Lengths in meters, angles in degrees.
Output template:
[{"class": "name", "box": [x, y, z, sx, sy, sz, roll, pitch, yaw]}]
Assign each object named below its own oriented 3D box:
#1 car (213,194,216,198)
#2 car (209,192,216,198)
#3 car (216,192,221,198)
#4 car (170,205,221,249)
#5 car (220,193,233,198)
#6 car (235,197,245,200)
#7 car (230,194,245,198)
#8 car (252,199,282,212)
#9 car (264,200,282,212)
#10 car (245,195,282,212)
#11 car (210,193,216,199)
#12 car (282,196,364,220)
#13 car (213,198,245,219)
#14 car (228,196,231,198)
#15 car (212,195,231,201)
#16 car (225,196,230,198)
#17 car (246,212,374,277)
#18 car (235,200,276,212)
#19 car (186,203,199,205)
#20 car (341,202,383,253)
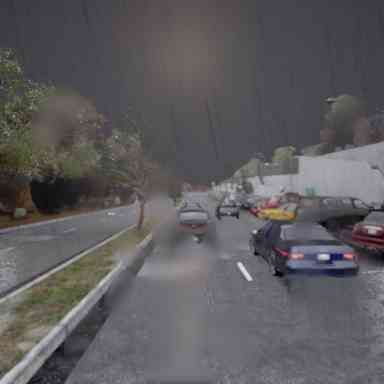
[{"class": "car", "box": [7.986, 1.688, 74.904, 4.792, 1.488, 2.163, 1, 1, -20]}, {"class": "car", "box": [7.969, 1.394, 92.899, 4.553, 1.767, 2.185, 1, 0, -20]}, {"class": "car", "box": [7.999, 1.484, 62.887, 5.566, 2.045, 2.435, 1, 1, -20]}, {"class": "car", "box": [0.075, 1.530, 14.733, 1.837, 1.490, 4.892, 0, 0, 0]}, {"class": "car", "box": [8.057, 1.493, 53.906, 5.566, 2.045, 2.435, 1, 0, -20]}, {"class": "car", "box": [8.033, 1.668, 38.882, 5.008, 1.535, 2.097, 1, -1, -20]}, {"class": "car", "box": [8.068, 1.585, 44.894, 4.553, 1.767, 2.185, 1, 0, -20]}, {"class": "car", "box": [7.876, 1.567, 26.810, 5.366, 1.575, 1.946, 1, 0, -20]}, {"class": "car", "box": [8.226, 1.554, 23.944, 5.366, 1.575, 1.946, 1, -1, -20]}, {"class": "car", "box": [8.027, 1.343, 29.864, 5.566, 2.045, 2.435, 1, 0, -20]}, {"class": "car", "box": [7.976, 1.596, 86.910, 4.792, 1.488, 2.163, 1, 1, -20]}, {"class": "car", "box": [8.085, 1.272, 17.894, 5.566, 2.045, 2.435, 1, -1, -20]}, {"class": "car", "box": [3.062, 1.600, 29.811, 2.128, 1.511, 4.902, 0, 0, 0]}, {"class": "car", "box": [8.036, 1.769, 47.882, 4.674, 1.452, 2.002, 1, 0, -20]}, {"class": "car", "box": [7.995, 1.583, 89.928, 4.674, 1.452, 2.002, 1, 0, -20]}, {"class": "car", "box": [8.057, 1.767, 50.907, 4.792, 1.488, 2.163, 1, 0, -20]}, {"class": "car", "box": [3.061, 1.559, 10.224, 2.033, 1.411, 5.357, 0, 0, 0]}, {"class": "car", "box": [8.041, 1.731, 41.882, 4.674, 1.452, 2.002, 1, 0, -20]}, {"class": "car", "box": [0.063, 1.677, 30.381, 1.994, 1.385, 4.181, 0, 0, 0]}, {"class": "car", "box": [8.033, 1.376, 11.867, 4.553, 1.767, 2.185, 1, 0, -20]}]
